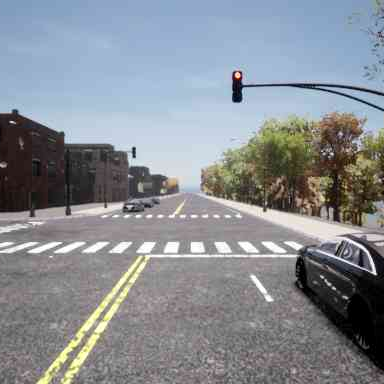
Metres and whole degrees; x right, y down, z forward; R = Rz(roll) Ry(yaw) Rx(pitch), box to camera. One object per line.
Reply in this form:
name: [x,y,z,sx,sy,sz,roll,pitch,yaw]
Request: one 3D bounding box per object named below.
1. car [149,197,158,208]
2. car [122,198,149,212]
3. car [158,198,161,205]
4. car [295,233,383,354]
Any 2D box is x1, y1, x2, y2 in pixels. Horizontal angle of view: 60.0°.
car: [-6.708,1.540,48.881,2.033,1.411,5.357,0,0,0]
car: [-6.654,1.485,38.260,2.128,1.511,4.902,0,0,2]
car: [-6.734,1.555,59.360,1.994,1.385,4.181,0,0,1]
car: [3.334,1.490,6.058,2.128,1.511,4.902,0,0,2]
